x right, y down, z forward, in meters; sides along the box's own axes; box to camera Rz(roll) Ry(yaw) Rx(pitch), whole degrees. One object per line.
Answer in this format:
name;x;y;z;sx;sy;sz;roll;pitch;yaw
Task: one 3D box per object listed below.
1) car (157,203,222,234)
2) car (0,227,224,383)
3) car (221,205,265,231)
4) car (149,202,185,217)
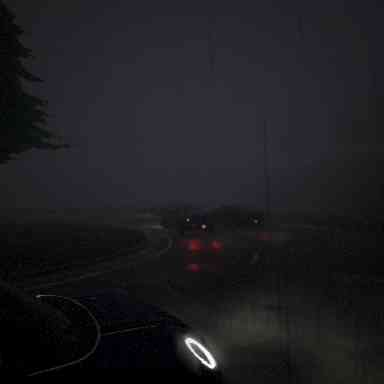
car;-0.293;1.583;19.293;1.812;1.442;4.674;1;-1;-23
car;-1.918;1.355;2.394;4.553;1.767;2.097;0;-1;-35
car;2.574;1.547;21.348;1.882;1.535;5.008;1;-1;-26
car;-1.275;1.636;30.125;5.357;1.411;2.033;0;0;30
